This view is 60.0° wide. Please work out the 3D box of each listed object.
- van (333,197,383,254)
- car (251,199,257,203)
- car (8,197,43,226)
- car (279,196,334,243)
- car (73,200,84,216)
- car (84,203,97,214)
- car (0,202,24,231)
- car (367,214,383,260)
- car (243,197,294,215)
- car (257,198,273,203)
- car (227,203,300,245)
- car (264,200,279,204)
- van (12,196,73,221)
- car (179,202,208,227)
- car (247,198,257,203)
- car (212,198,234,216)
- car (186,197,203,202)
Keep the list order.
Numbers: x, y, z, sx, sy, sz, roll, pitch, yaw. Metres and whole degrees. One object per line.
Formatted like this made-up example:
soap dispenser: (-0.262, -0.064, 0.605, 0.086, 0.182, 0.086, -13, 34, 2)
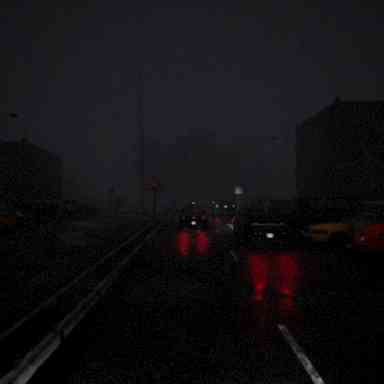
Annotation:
van: (7.521, 1.265, 11.313, 4.442, 1.987, 1.878, 0, 0, 0)
car: (7.632, 1.548, 27.861, 4.674, 1.452, 2.002, 0, 0, 0)
car: (-12.558, 1.389, 21.437, 4.553, 1.767, 2.185, 0, 0, 0)
car: (7.665, 1.248, 16.828, 5.566, 2.045, 2.435, 0, 0, 0)
car: (-12.553, 1.391, 29.781, 4.553, 1.767, 2.185, 0, 0, 0)
car: (-12.490, 1.528, 35.216, 4.792, 1.488, 2.163, 0, 0, 0)
car: (-12.523, 1.508, 18.532, 5.008, 1.535, 2.097, 0, 0, 0)
car: (7.644, 1.487, 8.555, 5.008, 1.535, 2.097, 0, 0, 0)
car: (7.602, 1.373, 33.379, 4.553, 1.767, 2.185, 0, 0, 0)
car: (7.604, 1.384, 25.103, 4.553, 1.767, 2.185, 0, 0, 0)
car: (3.098, 1.509, 15.625, 2.128, 1.511, 4.902, 0, 0, 0)
car: (7.642, 1.510, 22.341, 4.892, 1.521, 2.231, 0, 0, 0)
van: (-12.407, 1.296, 26.873, 4.442, 1.987, 1.878, 0, 0, 0)
car: (0.096, 1.630, 22.863, 1.895, 1.301, 4.718, 0, 0, 0)
car: (7.639, 1.505, 30.617, 5.008, 1.535, 2.097, 0, 0, 0)
car: (3.119, 1.374, 33.184, 2.097, 1.767, 4.553, 0, 0, -1)
car: (0.309, 1.346, 41.631, 2.097, 1.767, 4.553, 0, 0, 3)
